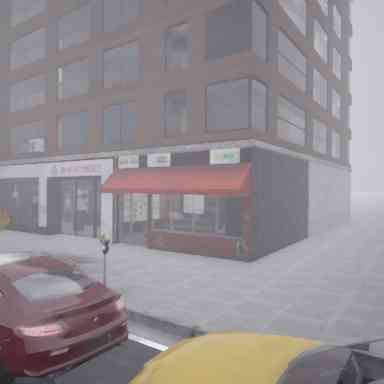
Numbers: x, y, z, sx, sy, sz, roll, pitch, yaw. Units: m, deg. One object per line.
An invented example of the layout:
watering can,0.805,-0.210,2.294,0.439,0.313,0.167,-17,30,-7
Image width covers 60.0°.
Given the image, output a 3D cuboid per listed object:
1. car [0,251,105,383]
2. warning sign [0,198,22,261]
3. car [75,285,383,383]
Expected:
car,-2.768,1.581,5.046,4.206,1.307,1.802,0,1,36
warning sign,-6.128,1.113,10.178,1.060,1.860,1.300,1,0,35
car,1.575,1.525,1.948,4.829,1.417,1.752,0,1,36
